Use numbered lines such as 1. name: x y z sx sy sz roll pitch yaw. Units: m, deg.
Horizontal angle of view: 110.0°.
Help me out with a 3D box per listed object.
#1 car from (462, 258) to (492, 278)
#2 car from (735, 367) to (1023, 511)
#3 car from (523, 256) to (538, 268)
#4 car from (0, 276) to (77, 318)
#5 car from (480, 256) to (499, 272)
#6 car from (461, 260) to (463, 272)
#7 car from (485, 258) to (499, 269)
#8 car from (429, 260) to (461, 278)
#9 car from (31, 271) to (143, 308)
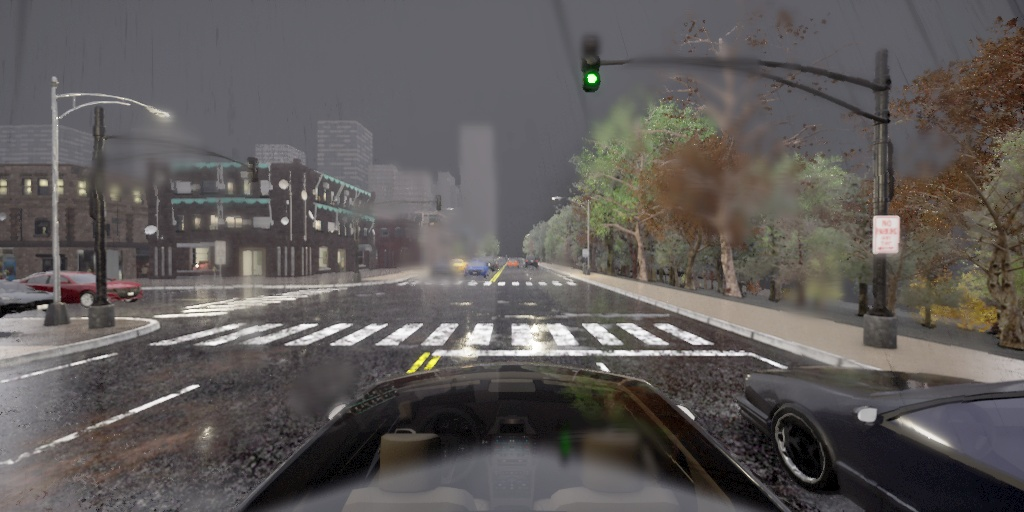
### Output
1. car: -3.308 1.281 34.900 1.882 1.535 5.008 0 0 0
2. car: 3.350 1.297 1.437 2.033 1.411 5.357 0 0 0
3. car: 3.429 1.067 64.159 2.150 2.045 5.566 0 0 0
4. car: -19.932 1.587 13.587 4.313 1.339 1.948 0 0 0
5. car: -3.293 1.045 46.901 2.150 2.045 5.566 0 0 0
6. car: -6.545 1.295 44.711 1.882 1.535 5.008 0 0 0
7. car: -3.254 1.194 58.966 2.097 1.767 4.553 0 -1 0
8. car: -6.559 1.350 34.642 2.033 1.411 5.357 0 0 0
9. car: -19.822 1.476 16.293 5.008 1.535 1.882 -1 0 0
